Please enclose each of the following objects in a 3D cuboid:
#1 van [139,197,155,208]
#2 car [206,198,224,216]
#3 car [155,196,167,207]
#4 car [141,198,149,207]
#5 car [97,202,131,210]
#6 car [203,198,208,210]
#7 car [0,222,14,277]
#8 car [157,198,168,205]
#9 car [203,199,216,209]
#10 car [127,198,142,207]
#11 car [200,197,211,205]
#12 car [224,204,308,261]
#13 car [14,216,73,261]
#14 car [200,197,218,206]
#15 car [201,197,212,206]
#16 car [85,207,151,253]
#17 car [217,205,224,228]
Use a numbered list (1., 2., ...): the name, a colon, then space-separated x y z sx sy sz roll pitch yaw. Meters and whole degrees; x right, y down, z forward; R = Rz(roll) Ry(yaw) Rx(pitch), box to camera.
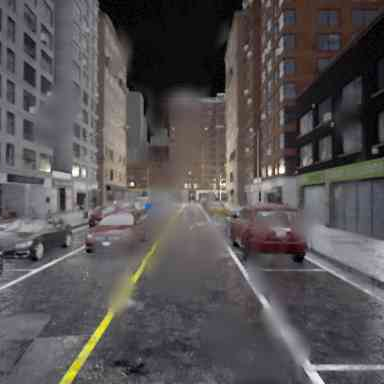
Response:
1. van: -5.865 1.525 39.801 1.690 1.788 3.998 1 0 0
2. car: 2.660 1.678 34.487 1.752 1.417 4.829 1 0 0
3. car: -5.876 1.860 56.245 1.947 1.339 4.313 1 0 0
4. car: -5.864 1.676 34.146 1.752 1.417 4.829 1 0 0
5. car: -5.858 1.639 23.353 1.887 1.381 4.507 1 0 0
6. car: 2.657 1.735 39.800 2.008 1.369 4.403 1 0 0
7. car: -5.849 1.466 6.909 1.967 1.590 4.097 1 0 0
8. car: -5.881 1.918 67.210 1.887 1.381 4.507 1 0 0
9. car: 2.652 1.782 50.935 1.752 1.417 4.829 1 0 0
10. car: -5.860 1.562 28.836 1.967 1.590 4.097 1 0 0
11. car: 2.645 1.813 67.214 1.967 1.590 4.097 1 0 0
12. car: 2.675 1.362 12.389 2.192 1.841 5.009 1 0 0
13. car: -5.853 1.598 12.390 2.008 1.369 4.403 1 0 0
14. car: 2.657 1.534 45.283 2.192 1.841 5.009 1 0 0
15. car: 2.647 1.773 61.731 1.967 1.590 4.097 1 0 0
16. car: -3.010 1.581 14.056 1.812 1.442 4.674 0 0 0
17. car: 2.669 1.621 17.870 2.008 1.369 4.403 1 0 0
